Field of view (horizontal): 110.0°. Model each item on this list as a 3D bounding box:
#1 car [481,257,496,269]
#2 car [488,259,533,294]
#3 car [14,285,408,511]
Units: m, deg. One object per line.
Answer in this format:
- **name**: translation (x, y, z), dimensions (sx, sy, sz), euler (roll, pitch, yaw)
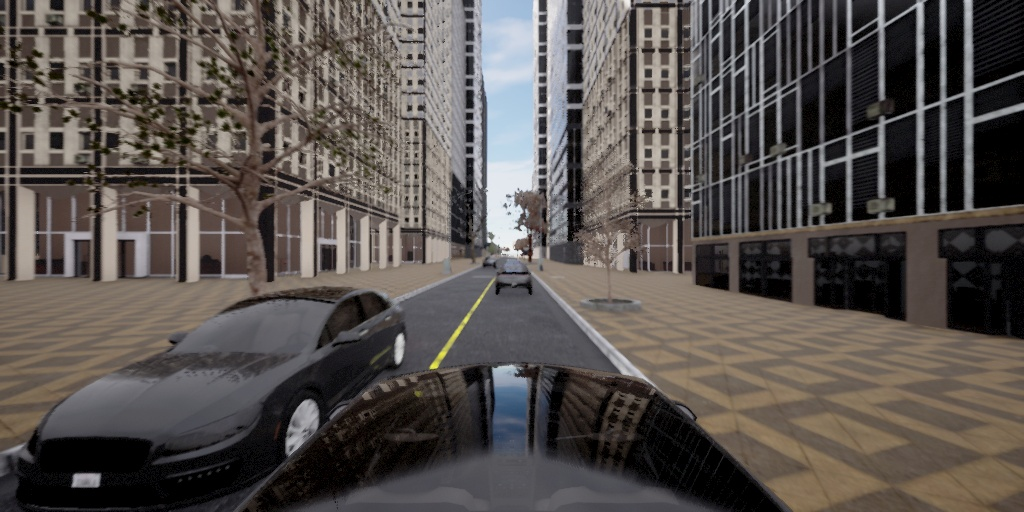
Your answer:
- **car**: translation (-2.820, 0.834, 46.529), dimensions (1.837, 1.490, 4.892), euler (0, 0, 0)
- **car**: translation (0.096, 1.082, 18.863), dimensions (2.128, 1.511, 4.902), euler (0, 1, 0)
- **car**: translation (-2.840, 1.226, 4.821), dimensions (1.837, 1.490, 4.892), euler (0, 1, 0)
